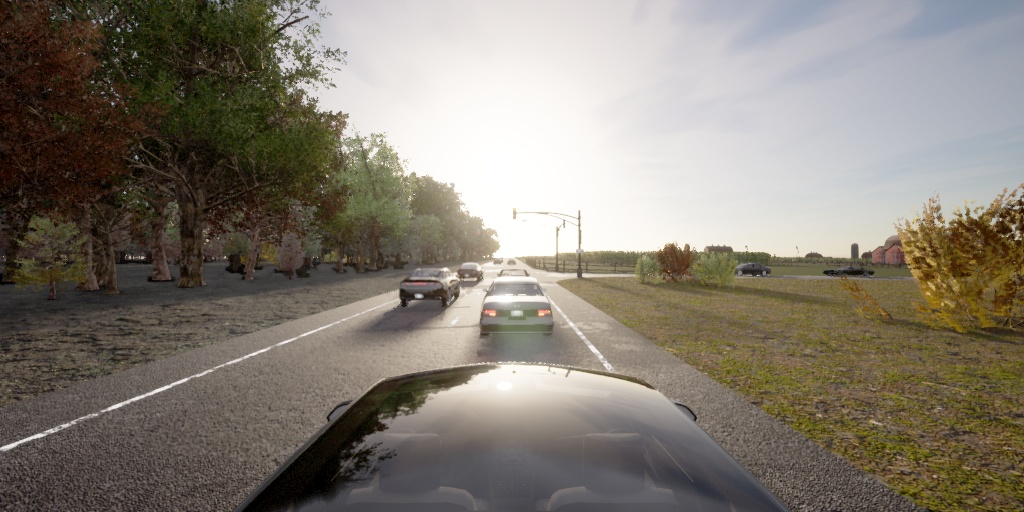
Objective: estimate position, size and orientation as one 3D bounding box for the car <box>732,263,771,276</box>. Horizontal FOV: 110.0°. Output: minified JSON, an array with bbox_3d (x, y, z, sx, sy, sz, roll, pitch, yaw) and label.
[{"bbox_3d":[27.959,1.618,42.582,4.892,1.490,1.837,1,-1,0],"label":"car"}]

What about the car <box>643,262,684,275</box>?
[{"bbox_3d":[17.973,1.496,42.642,4.902,1.511,2.128,1,-1,1],"label":"car"}]

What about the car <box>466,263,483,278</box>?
[{"bbox_3d":[-3.419,1.281,29.518,1.812,1.442,4.674,0,0,0],"label":"car"}]

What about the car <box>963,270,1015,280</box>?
[{"bbox_3d":[51.394,1.909,38.858,4.718,1.301,1.895,1,-1,1],"label":"car"}]

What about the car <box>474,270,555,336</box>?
[{"bbox_3d":[0.090,1.300,10.368,2.033,1.411,5.357,0,0,0],"label":"car"}]

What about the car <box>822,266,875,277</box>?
[{"bbox_3d":[39.800,1.843,42.526,4.718,1.301,1.895,1,-1,0],"label":"car"}]

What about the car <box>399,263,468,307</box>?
[{"bbox_3d":[-3.411,1.245,15.579,2.128,1.511,4.902,0,0,0],"label":"car"}]
